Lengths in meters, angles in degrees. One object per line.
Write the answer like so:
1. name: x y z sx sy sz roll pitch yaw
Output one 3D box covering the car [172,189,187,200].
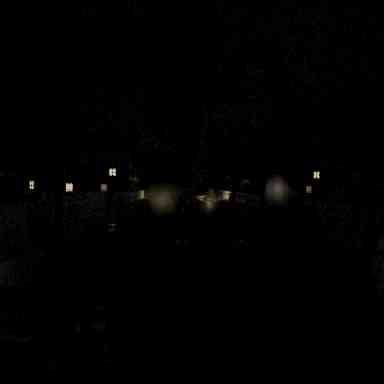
1. car: -2.253 0.581 55.210 1.812 1.442 4.674 1 1 -3
